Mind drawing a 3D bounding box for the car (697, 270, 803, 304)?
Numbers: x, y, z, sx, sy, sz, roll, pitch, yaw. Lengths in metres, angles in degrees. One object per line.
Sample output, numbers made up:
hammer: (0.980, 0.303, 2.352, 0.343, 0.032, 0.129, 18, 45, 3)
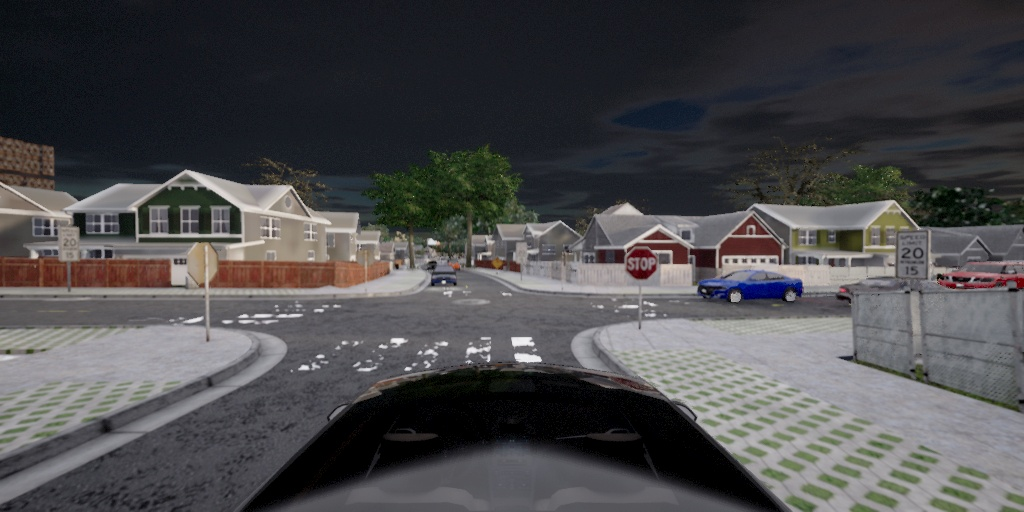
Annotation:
car: (11.660, 1.431, 17.664, 5.008, 1.535, 1.882, 1, 1, -11)

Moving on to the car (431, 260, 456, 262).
car: (-7.824, 1.495, 40.369, 2.033, 1.411, 5.357, 0, 0, -14)

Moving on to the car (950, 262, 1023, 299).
car: (28.619, 1.380, 21.488, 5.566, 2.045, 2.150, 1, 1, -15)

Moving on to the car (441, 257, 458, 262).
car: (-9.514, 1.362, 56.585, 2.097, 1.767, 4.553, 0, 0, -17)

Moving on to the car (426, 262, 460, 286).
car: (-5.118, 1.429, 27.163, 2.033, 1.411, 5.357, 0, 0, -10)

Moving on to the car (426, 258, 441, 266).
car: (-12.561, 1.537, 56.811, 1.837, 1.490, 4.892, 0, -1, -17)

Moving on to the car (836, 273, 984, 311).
car: (17.215, 1.611, 15.804, 5.357, 1.411, 2.033, 1, 1, -11)

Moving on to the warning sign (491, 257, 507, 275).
warning sign: (-1.567, 1.023, 37.584, 1.300, 1.860, 1.060, 0, 0, -13)
